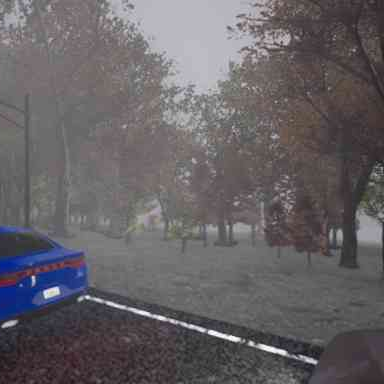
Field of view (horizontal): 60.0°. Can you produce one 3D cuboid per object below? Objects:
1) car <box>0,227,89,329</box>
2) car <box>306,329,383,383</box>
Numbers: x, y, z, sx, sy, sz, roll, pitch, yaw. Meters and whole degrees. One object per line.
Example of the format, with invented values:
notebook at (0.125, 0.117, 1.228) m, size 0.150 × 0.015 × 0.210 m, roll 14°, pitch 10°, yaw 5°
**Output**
car at (-4.140, 1.441, 6.536) m, size 5.008 × 1.535 × 1.882 m, roll -2°, pitch 2°, yaw 36°
car at (3.281, 1.516, 1.586) m, size 5.357 × 1.411 × 2.033 m, roll -1°, pitch 1°, yaw 34°
